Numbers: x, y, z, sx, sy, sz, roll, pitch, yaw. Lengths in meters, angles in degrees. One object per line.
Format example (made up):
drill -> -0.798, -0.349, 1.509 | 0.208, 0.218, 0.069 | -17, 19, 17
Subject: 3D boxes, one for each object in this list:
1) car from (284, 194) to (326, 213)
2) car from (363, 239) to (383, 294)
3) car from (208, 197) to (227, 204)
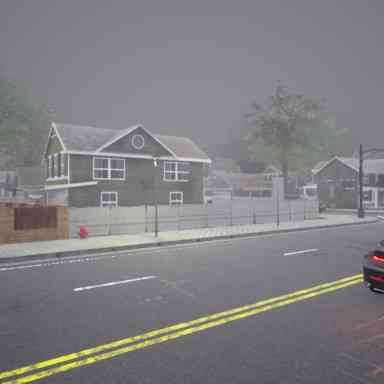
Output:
car -> 11.815, 1.253, 36.619 | 2.150, 2.045, 5.566 | 0, 0, -35
car -> 5.779, 1.505, 7.552 | 4.892, 1.490, 1.837 | 0, 0, -36
car -> 4.266, 1.531, 47.302 | 1.882, 1.535, 5.008 | 0, 0, -35
